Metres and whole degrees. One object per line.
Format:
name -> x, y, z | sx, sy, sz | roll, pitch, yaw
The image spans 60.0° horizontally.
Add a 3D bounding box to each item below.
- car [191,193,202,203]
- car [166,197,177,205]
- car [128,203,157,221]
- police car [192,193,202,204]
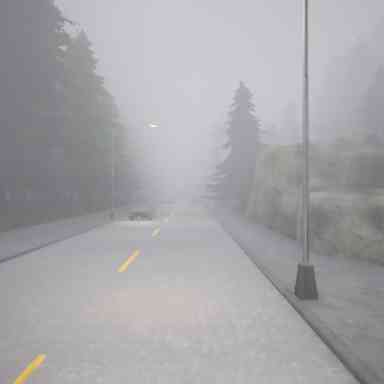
car -> 1.013, 1.341, 75.962 | 2.150, 2.045, 5.566 | -3, 0, 0
car -> -3.989, 1.649, 64.314 | 1.882, 1.535, 5.008 | 0, -1, 0
car -> -4.066, 1.611, 28.296 | 2.033, 1.411, 5.357 | 0, 0, 0
police car -> 1.148, 1.523, 66.039 | 1.930, 1.638, 5.238 | -4, 0, 0
